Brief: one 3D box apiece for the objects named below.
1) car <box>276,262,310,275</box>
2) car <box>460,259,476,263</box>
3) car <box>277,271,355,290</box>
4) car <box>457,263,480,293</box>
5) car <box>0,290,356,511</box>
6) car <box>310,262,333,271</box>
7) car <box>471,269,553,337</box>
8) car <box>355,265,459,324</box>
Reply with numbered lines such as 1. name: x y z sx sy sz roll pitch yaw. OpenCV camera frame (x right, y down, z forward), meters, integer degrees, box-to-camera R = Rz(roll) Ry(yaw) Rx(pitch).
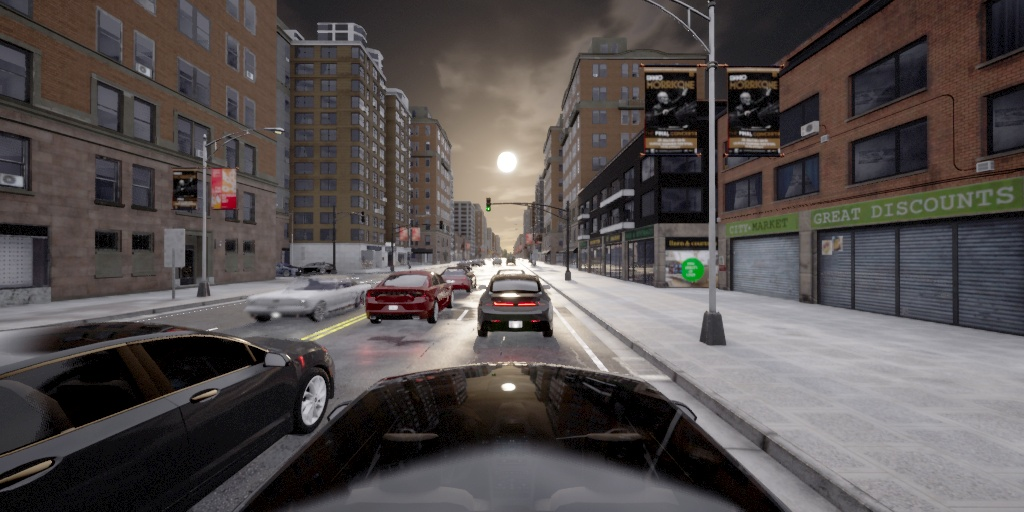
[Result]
1. car: -22.736 1.315 35.187 4.181 1.385 1.994 0 0 0
2. car: -6.749 1.316 51.422 2.033 1.411 5.357 0 0 0
3. car: -6.633 1.352 12.279 1.895 1.301 4.718 0 0 0
4. car: -3.206 1.317 21.060 1.994 1.385 4.181 0 0 -1
5. car: -3.153 1.255 2.617 1.837 1.490 4.892 0 0 0
6. car: -22.267 1.347 40.668 4.313 1.339 1.948 0 0 0
7. car: 0.075 1.255 10.298 1.837 1.490 4.892 0 0 0
8. car: -3.182 1.229 12.052 1.882 1.535 5.008 0 0 0
